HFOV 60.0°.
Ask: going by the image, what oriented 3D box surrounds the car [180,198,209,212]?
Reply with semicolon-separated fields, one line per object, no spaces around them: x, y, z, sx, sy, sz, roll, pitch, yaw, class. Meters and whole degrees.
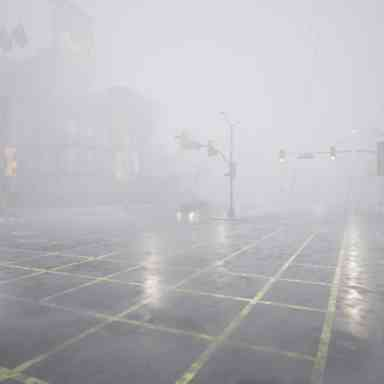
0.388;1.473;39.554;1.882;1.535;5.008;0;0;27;car
